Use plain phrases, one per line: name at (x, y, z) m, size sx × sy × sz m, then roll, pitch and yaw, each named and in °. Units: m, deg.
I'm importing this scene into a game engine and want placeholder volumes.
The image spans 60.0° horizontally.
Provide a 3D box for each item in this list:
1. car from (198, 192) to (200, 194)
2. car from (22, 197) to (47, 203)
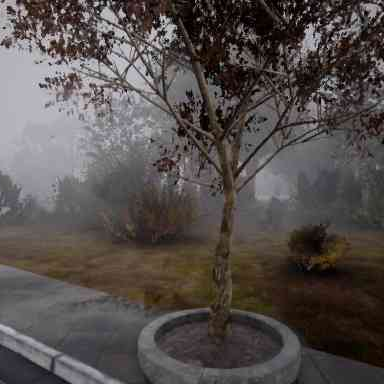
car at (0.903, 0.971, 60.271) m, size 2.150 × 2.045 × 5.566 m, roll 1°, pitch 0°, yaw 32°
car at (-21.673, 1.232, 44.630) m, size 1.994 × 1.385 × 4.181 m, roll 1°, pitch 0°, yaw 32°
